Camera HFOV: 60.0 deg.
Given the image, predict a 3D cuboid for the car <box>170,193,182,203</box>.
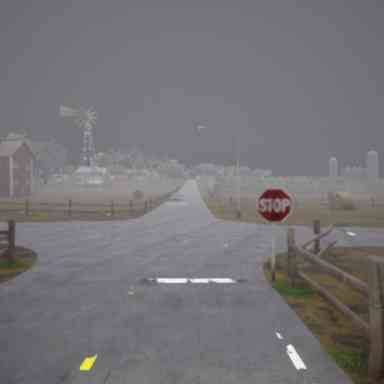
[{"bbox_3d":[-2.615,0.955,56.410,1.837,1.490,4.892,0,2,1],"label":"car"}]
